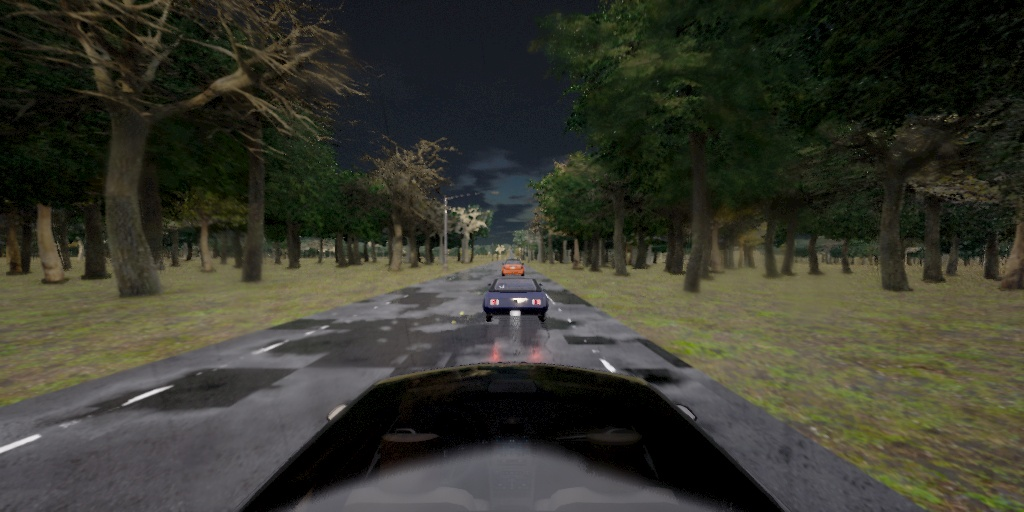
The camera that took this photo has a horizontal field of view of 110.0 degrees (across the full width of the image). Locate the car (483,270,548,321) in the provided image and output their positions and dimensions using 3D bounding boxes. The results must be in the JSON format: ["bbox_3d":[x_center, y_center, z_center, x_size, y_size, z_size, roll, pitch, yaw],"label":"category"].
[{"bbox_3d":[0.103,1.344,12.423,1.895,1.301,4.718,0,0,0],"label":"car"}]

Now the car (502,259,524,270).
[{"bbox_3d":[0.109,1.080,34.643,2.097,1.767,4.553,0,0,0],"label":"car"}]
